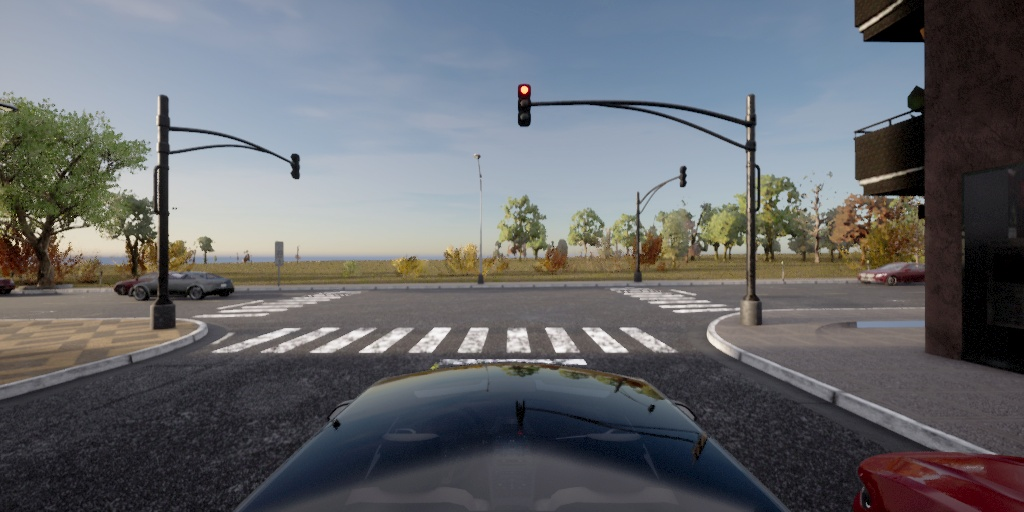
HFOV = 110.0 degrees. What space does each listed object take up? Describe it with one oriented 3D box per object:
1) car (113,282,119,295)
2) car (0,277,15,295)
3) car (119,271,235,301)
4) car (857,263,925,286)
[{"bbox_3d":[-20.556,1.563,20.937,4.207,1.307,1.802,0,0,0],"label":"car"},{"bbox_3d":[-31.639,1.695,20.815,4.207,1.307,1.802,0,0,0],"label":"car"},{"bbox_3d":[-16.717,1.491,18.275,4.181,1.385,1.994,-1,0,0],"label":"car"},{"bbox_3d":[22.951,1.044,21.144,4.207,1.307,1.802,0,0,0],"label":"car"}]
